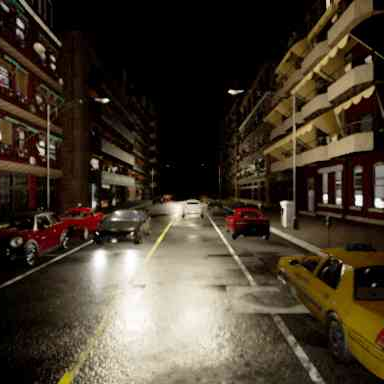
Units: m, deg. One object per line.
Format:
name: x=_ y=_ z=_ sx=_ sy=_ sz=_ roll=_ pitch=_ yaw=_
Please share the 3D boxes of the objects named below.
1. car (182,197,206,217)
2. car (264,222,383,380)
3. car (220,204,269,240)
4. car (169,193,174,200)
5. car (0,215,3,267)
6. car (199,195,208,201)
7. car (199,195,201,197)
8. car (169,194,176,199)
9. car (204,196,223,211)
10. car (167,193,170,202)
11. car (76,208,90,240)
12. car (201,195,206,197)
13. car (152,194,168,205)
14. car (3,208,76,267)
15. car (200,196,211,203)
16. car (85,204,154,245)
car: x=0.077 y=1.464 z=29.978 sx=1.812 sy=1.442 sz=4.674 roll=0 pitch=0 yaw=0
car: x=2.692 y=1.514 z=5.628 sx=1.752 sy=1.417 sz=4.829 roll=0 pitch=0 yaw=0
car: x=2.692 y=1.511 z=16.731 sx=1.887 sy=1.381 sz=4.507 roll=0 pitch=0 yaw=0
car: x=-5.689 y=1.390 z=73.097 sx=1.887 sy=1.381 sz=4.507 roll=0 pitch=0 yaw=0
car: x=-5.687 y=1.304 z=5.462 sx=2.192 sy=1.841 sz=5.009 roll=0 pitch=0 yaw=0
car: x=2.691 y=1.415 z=78.729 sx=1.802 sy=1.307 sz=4.206 roll=0 pitch=0 yaw=0
car: x=0.002 y=1.496 z=50.459 sx=1.895 sy=1.301 sz=4.718 roll=0 pitch=0 yaw=0
car: x=-5.689 y=1.340 z=95.474 sx=1.752 sy=1.417 sz=4.829 roll=0 pitch=0 yaw=0
car: x=2.692 y=1.470 z=39.275 sx=2.008 sy=1.369 sz=4.403 roll=0 pitch=0 yaw=0
car: x=-5.690 y=1.421 z=61.824 sx=2.008 sy=1.369 sz=4.403 roll=0 pitch=0 yaw=0
car: x=-5.688 y=1.511 z=16.735 sx=1.887 sy=1.381 sz=4.507 roll=0 pitch=0 yaw=0
car: x=2.692 y=1.395 z=61.990 sx=1.752 sy=1.417 sz=4.829 roll=0 pitch=0 yaw=0
car: x=-5.689 y=1.433 z=56.187 sx=2.008 sy=1.369 sz=4.403 roll=0 pitch=0 yaw=0
car: x=-5.688 y=1.418 z=11.098 sx=1.967 sy=1.590 sz=4.097 roll=0 pitch=0 yaw=0
car: x=2.691 y=1.424 z=67.457 sx=1.947 sy=1.339 sz=4.313 roll=0 pitch=0 yaw=0
car: x=-3.012 y=1.516 z=15.565 sx=2.033 sy=1.411 sz=5.357 roll=0 pitch=0 yaw=0
